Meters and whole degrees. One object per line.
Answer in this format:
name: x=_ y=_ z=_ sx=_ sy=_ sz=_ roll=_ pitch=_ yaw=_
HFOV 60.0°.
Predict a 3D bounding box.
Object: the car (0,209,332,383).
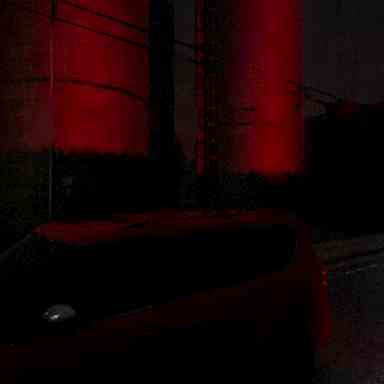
car: x=-0.817 y=1.251 z=3.375 sx=5.566 sy=2.045 sz=2.150 roll=0 pitch=0 yaw=-37
